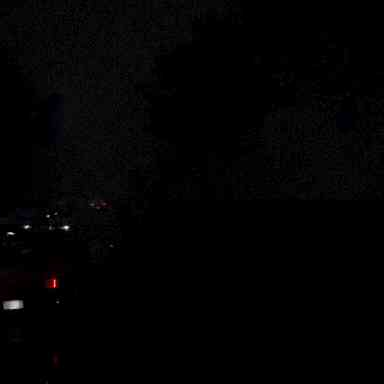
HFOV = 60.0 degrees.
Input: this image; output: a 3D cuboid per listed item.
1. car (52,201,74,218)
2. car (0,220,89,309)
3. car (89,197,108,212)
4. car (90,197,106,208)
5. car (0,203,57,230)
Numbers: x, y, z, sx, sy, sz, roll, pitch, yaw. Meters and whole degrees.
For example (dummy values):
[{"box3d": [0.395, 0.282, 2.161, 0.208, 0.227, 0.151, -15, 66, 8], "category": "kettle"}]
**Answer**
[{"box3d": [-11.853, 1.524, 29.861, 1.812, 1.442, 4.674, -1, 0, -14], "category": "car"}, {"box3d": [-3.479, 1.596, 7.728, 1.895, 1.301, 4.718, -1, 0, -13], "category": "car"}, {"box3d": [-10.604, 1.463, 37.727, 1.812, 1.442, 4.674, -1, 0, -14], "category": "car"}, {"box3d": [-13.515, 1.451, 47.644, 2.033, 1.411, 5.357, -1, 0, -18], "category": "car"}, {"box3d": [-9.080, 1.570, 18.111, 2.033, 1.411, 5.357, -1, 0, -13], "category": "car"}]
